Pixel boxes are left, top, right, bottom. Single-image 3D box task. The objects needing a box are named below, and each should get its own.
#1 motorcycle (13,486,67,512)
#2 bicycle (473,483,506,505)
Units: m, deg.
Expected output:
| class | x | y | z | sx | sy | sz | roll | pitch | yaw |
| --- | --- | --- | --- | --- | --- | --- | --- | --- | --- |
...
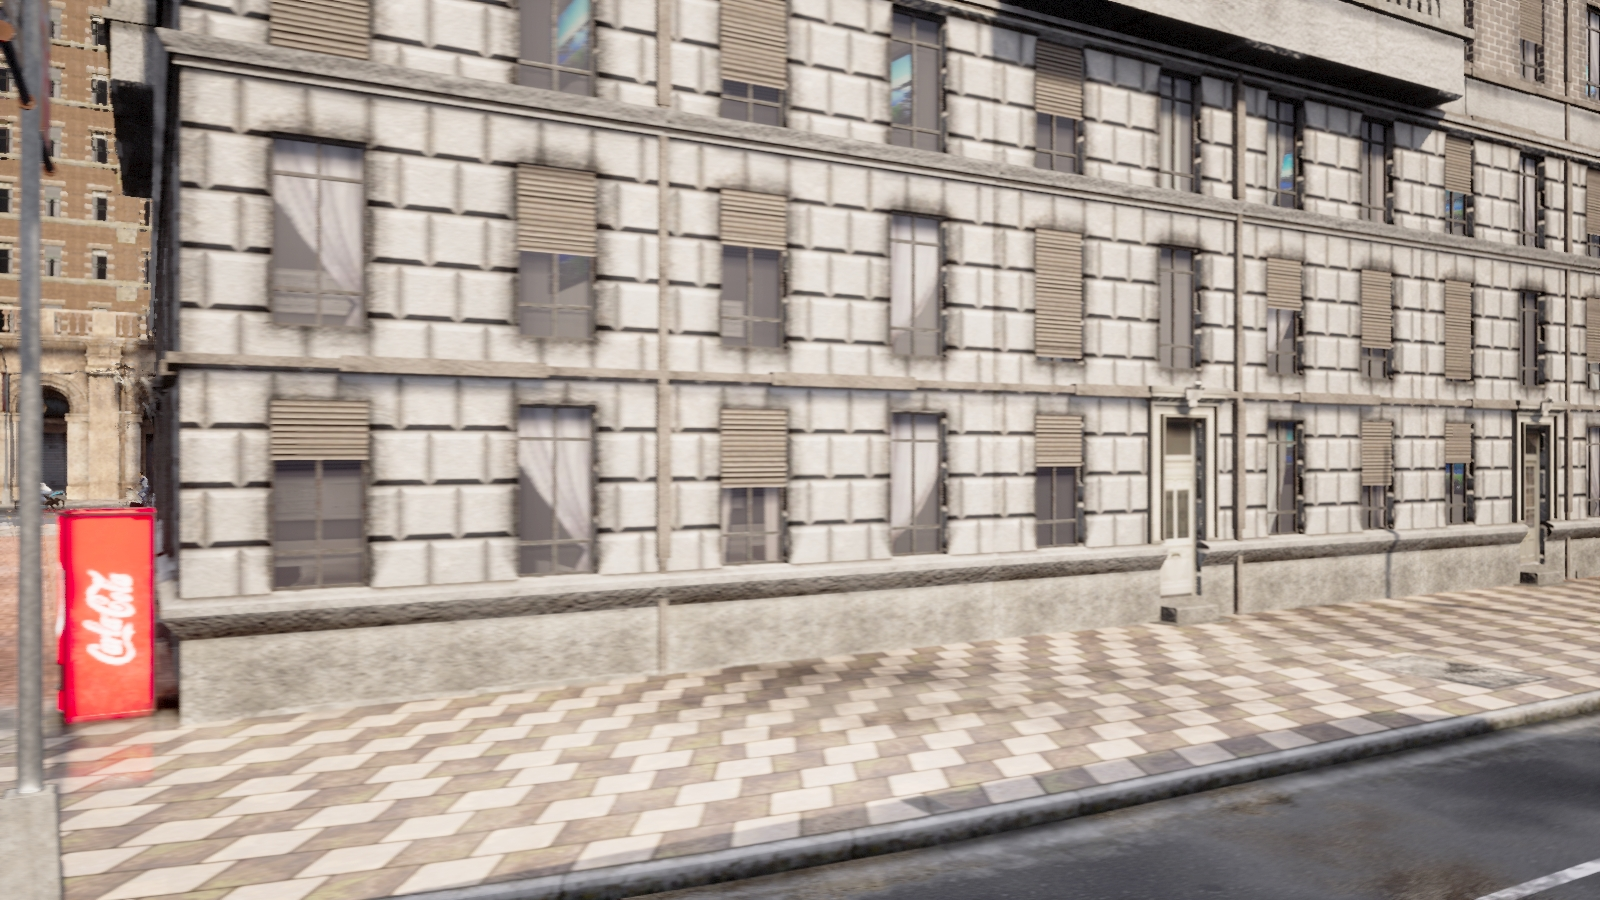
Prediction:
| class | x | y | z | sx | sy | sz | roll | pitch | yaw |
| --- | --- | --- | --- | --- | --- | --- | --- | --- | --- |
| motorcycle | -35.278 | 2.258 | 53.038 | 2.033 | 1.145 | 0.803 | 0 | 0 | -29 |
| bicycle | -16.289 | 2.299 | 59.850 | 1.487 | 1.080 | 0.859 | 1 | -1 | -29 |
